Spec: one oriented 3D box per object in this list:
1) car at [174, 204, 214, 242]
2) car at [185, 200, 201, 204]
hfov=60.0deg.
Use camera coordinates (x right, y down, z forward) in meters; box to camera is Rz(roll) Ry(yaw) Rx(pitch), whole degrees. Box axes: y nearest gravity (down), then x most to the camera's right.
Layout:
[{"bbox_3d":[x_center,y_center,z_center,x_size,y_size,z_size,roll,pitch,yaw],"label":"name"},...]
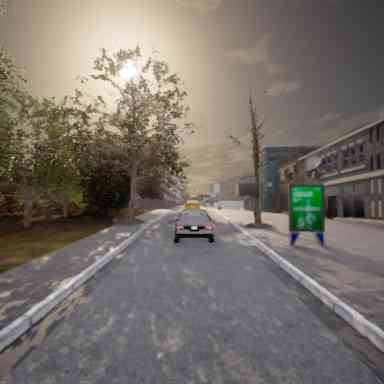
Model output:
[{"bbox_3d":[0.095,1.555,16.484,2.033,1.411,5.357,0,0,0],"label":"car"},{"bbox_3d":[0.088,1.785,42.628,1.882,1.535,5.008,0,-1,0],"label":"car"}]
